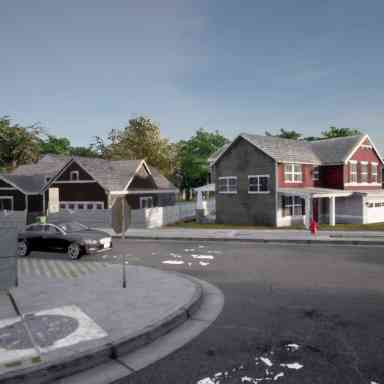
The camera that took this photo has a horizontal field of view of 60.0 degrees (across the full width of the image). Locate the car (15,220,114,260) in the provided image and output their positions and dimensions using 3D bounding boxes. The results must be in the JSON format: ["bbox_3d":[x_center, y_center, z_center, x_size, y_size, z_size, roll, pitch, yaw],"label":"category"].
[{"bbox_3d":[-5.833,2.031,14.840,4.902,1.511,2.128,-2,0,22],"label":"car"}]
